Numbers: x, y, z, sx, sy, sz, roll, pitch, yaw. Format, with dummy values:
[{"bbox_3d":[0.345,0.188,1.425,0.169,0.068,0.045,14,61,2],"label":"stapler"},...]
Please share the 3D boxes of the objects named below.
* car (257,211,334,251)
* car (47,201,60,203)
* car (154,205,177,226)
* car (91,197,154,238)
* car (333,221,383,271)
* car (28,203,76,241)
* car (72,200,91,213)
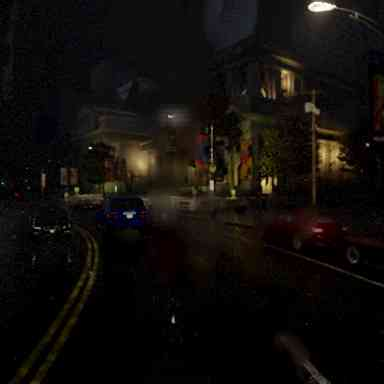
[{"bbox_3d":[4.469,1.508,14.092,2.002,1.452,4.674,0,0,-17],"label":"car"},{"bbox_3d":[-14.937,1.688,35.719,1.994,1.385,4.181,0,0,-36],"label":"car"},{"bbox_3d":[-2.646,1.603,23.415,1.994,1.385,4.181,0,0,-26],"label":"car"},{"bbox_3d":[-4.031,1.264,18.427,2.150,2.045,5.566,0,0,-23],"label":"car"},{"bbox_3d":[5.866,1.569,8.534,1.895,1.301,4.718,0,0,-7],"label":"car"},{"bbox_3d":[-7.350,1.562,17.424,1.837,1.490,4.892,0,0,-24],"label":"car"},{"bbox_3d":[-12.494,1.660,38.359,2.033,1.411,5.357,0,0,-36],"label":"car"}]
